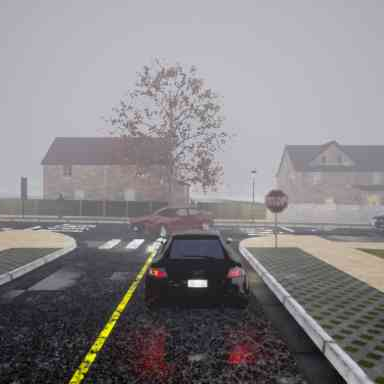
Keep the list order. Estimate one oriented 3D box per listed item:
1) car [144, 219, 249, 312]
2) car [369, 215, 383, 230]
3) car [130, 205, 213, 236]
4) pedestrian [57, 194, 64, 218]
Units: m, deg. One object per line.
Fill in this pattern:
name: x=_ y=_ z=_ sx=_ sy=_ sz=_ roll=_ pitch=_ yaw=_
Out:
car: x=0.076 y=1.565 z=7.807 sx=1.994 sy=1.385 sz=4.181 roll=0 pitch=0 yaw=-1
car: x=14.360 y=1.878 z=21.917 sx=4.902 sy=1.511 sz=2.128 roll=1 pitch=0 yaw=0
car: x=-0.955 y=1.490 z=17.527 sx=1.882 sy=1.535 sz=5.008 roll=-1 pitch=-1 yaw=44
pedestrian: x=-9.742 y=1.021 z=24.640 sx=0.375 sy=1.860 sz=0.375 roll=0 pitch=-2 yaw=0
